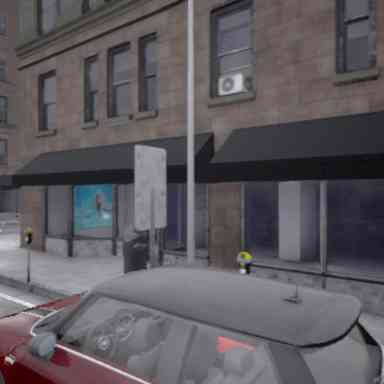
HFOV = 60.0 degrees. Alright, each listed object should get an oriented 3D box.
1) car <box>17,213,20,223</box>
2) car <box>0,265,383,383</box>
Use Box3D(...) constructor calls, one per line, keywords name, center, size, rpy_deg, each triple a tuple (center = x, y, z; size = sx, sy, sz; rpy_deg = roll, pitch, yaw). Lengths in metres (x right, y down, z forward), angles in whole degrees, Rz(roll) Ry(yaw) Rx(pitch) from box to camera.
Box3D(name="car", center=(-10.176, 1.601, 24.468), size=(1.882, 1.535, 5.008), rpy_deg=(0, 0, 37))
Box3D(name="car", center=(-0.340, 1.443, 3.053), size=(4.097, 1.590, 1.967), rpy_deg=(0, 0, 36))
